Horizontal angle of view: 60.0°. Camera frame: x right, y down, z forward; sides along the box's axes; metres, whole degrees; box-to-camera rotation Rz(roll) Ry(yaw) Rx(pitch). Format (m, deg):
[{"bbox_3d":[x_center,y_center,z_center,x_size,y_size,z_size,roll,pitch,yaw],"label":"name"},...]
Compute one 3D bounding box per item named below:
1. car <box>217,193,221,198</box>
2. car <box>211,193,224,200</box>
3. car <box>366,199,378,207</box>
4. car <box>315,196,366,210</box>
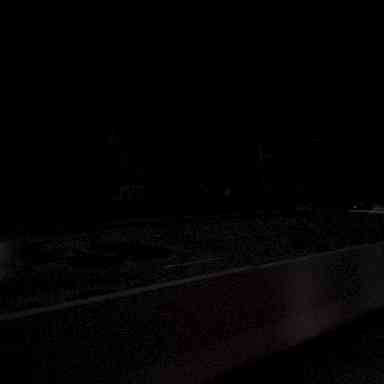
[{"bbox_3d":[5.408,1.033,55.557,2.033,1.411,5.357,-1,1,-35],"label":"car"},{"bbox_3d":[5.427,0.876,70.310,1.994,1.385,4.181,-1,1,-6],"label":"car"},{"bbox_3d":[18.262,1.084,37.650,1.895,1.301,4.718,-1,1,-39],"label":"car"},{"bbox_3d":[15.033,1.152,34.346,1.895,1.301,4.718,-1,1,-23],"label":"car"}]
